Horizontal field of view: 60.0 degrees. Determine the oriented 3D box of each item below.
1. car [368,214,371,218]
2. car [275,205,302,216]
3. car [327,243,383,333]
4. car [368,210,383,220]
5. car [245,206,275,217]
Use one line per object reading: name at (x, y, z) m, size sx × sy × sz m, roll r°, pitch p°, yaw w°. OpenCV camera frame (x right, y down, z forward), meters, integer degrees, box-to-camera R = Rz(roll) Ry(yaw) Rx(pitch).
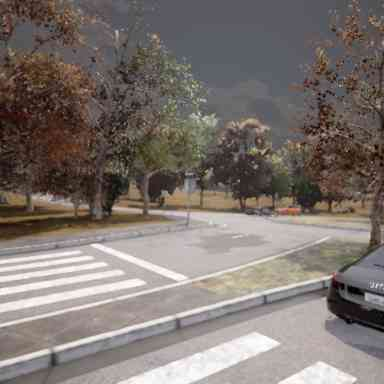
car at (29.572, 3.513, 49.971) m, size 4.902 × 1.511 × 2.128 m, roll 2°, pitch -2°, yaw 20°
car at (15.119, 2.837, 52.563) m, size 4.553 × 1.767 × 2.097 m, roll 3°, pitch -2°, yaw -22°
car at (4.295, 1.494, 5.825) m, size 4.181 × 1.385 × 1.994 m, roll 0°, pitch 0°, yaw -33°
car at (31.127, 3.722, 52.853) m, size 5.357 × 1.411 × 2.033 m, roll 2°, pitch -2°, yaw 21°
car at (8.599, 2.488, 43.150) m, size 1.994 × 1.385 × 4.181 m, roll 1°, pitch -2°, yaw 36°
